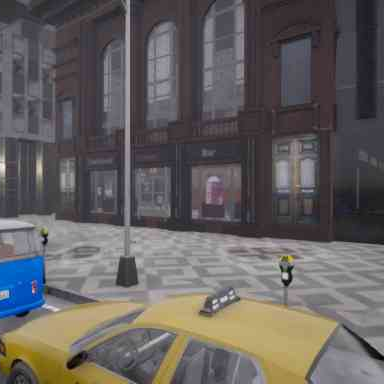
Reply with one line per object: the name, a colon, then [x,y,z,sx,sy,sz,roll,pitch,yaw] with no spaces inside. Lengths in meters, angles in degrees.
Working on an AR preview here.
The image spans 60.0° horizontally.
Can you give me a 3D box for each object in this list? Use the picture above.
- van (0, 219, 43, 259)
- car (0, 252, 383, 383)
van: [-4.421,1.341,6.123,3.998,1.788,1.690,0,0,36]
car: [0.025,1.525,2.943,4.829,1.417,1.752,0,0,36]
